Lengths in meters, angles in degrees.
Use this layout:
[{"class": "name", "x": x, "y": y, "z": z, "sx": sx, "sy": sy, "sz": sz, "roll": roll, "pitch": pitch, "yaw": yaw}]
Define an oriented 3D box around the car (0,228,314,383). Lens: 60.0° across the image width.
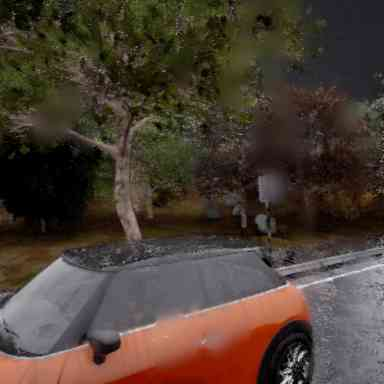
[{"class": "car", "x": -0.830, "y": 1.350, "z": 3.400, "sx": 4.553, "sy": 1.767, "sz": 2.097, "roll": 0, "pitch": 0, "yaw": -36}]
